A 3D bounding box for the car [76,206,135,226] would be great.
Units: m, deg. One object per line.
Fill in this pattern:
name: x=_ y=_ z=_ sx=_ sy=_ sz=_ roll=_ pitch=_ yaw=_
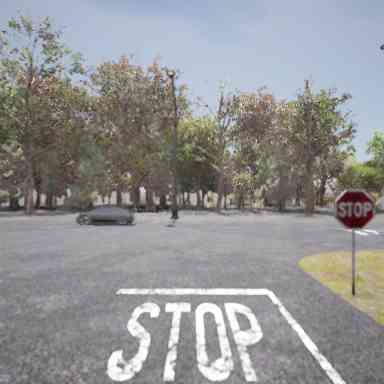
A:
car: x=-6.279 y=1.725 z=24.441 sx=4.181 sy=1.385 sz=1.994 roll=0 pitch=0 yaw=1
